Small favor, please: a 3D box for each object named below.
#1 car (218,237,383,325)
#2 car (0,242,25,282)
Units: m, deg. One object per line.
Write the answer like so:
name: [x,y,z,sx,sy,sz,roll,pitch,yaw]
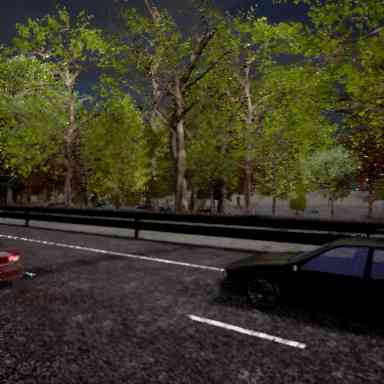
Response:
car: [3.165,1.552,6.031,5.357,1.411,2.033,0,0,35]
car: [-6.454,1.577,8.584,5.357,1.411,2.033,0,0,35]
